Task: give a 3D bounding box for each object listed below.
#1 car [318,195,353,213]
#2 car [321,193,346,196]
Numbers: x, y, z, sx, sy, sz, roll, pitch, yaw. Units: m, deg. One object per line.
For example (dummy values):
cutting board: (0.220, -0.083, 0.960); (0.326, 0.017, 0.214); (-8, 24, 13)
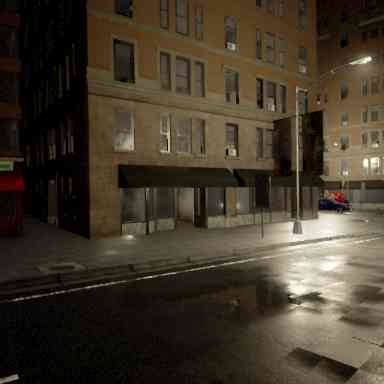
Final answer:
car: (14.398, 1.398, 35.037); (1.812, 1.442, 4.674); (-1, 1, -43)
car: (16.647, 1.085, 40.998); (2.192, 1.841, 5.009); (0, 1, -44)
